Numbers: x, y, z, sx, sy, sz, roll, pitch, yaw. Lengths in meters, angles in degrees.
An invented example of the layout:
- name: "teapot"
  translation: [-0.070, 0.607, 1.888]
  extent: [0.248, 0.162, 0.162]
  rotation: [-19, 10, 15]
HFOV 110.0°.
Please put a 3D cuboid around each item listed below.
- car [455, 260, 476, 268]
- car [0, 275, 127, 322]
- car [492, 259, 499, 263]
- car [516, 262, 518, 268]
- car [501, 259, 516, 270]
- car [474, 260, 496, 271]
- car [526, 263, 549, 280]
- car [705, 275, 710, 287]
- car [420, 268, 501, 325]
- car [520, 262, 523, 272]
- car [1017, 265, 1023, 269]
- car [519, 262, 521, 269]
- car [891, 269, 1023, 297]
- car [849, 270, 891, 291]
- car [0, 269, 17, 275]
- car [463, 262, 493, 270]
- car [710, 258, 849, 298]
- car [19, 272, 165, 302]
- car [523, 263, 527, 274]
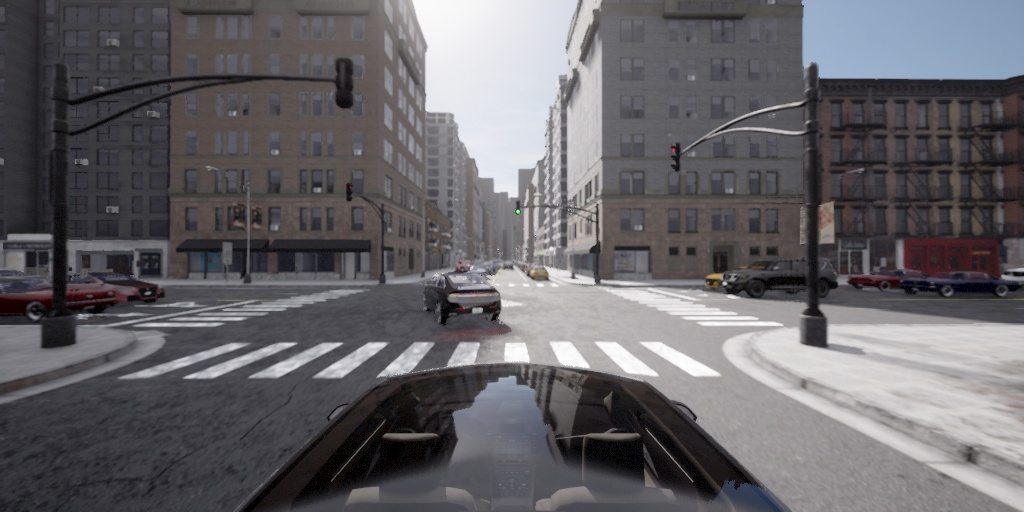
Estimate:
- name: "car"
  translation: [-6.026, 1.441, 45.999]
  extent: [2.192, 1.841, 5.009]
  rotation: [0, 0, -1]
- name: "car"
  translation: [-16.599, 1.434, 12.196]
  extent: [4.718, 1.301, 1.895]
  rotation: [0, 0, -1]
- name: "car"
  translation: [-3.490, 1.680, 55.504]
  extent: [1.882, 1.535, 5.008]
  rotation: [0, 0, -1]
- name: "car"
  translation: [2.270, 1.809, 62.692]
  extent: [2.007, 1.370, 4.403]
  rotation: [0, 0, -1]
- name: "car"
  translation: [-0.609, 1.775, 64.147]
  extent: [1.837, 1.490, 4.892]
  rotation: [0, 0, -1]
- name: "car"
  translation: [-3.406, 1.624, 45.113]
  extent: [1.837, 1.490, 4.892]
  rotation: [0, 0, -1]
- name: "car"
  translation: [2.648, 1.561, 35.236]
  extent: [1.751, 1.417, 4.829]
  rotation: [0, 0, -1]
- name: "car"
  translation: [14.804, 1.393, 22.523]
  extent: [5.008, 1.535, 1.882]
  rotation: [0, 0, -1]
- name: "car"
  translation: [-1.901, 1.336, 12.379]
  extent: [2.128, 1.511, 4.902]
  rotation: [1, 0, -22]
- name: "car"
  translation: [2.498, 1.677, 46.116]
  extent: [2.007, 1.370, 4.403]
  rotation: [0, 0, -1]
- name: "car"
  translation: [34.878, 1.126, 22.749]
  extent: [5.566, 2.045, 2.150]
  rotation: [0, 0, 0]
- name: "car"
  translation: [2.422, 1.737, 51.642]
  extent: [1.948, 1.339, 4.313]
  rotation: [0, 0, -1]
- name: "car"
  translation: [23.947, 1.491, 19.380]
  extent: [4.718, 1.301, 1.895]
  rotation: [0, 0, -1]
- name: "car"
  translation: [24.139, 1.511, 22.631]
  extent: [4.718, 1.301, 1.895]
  rotation: [0, 0, -1]
- name: "car"
  translation: [-27.809, 1.388, 18.763]
  extent: [5.357, 1.411, 2.033]
  rotation: [0, 0, 0]
- name: "car"
  translation: [-3.308, 1.586, 35.414]
  extent: [2.033, 1.411, 5.357]
  rotation: [0, 0, -1]
- name: "car"
  translation: [14.179, 1.117, 19.268]
  extent: [5.566, 2.045, 2.150]
  rotation: [0, 0, 0]
- name: "car"
  translation: [-17.685, 1.414, 15.444]
  extent: [4.181, 1.385, 1.994]
  rotation: [0, 0, -1]
- name: "car"
  translation: [2.574, 1.521, 40.591]
  extent: [1.967, 1.591, 4.097]
  rotation: [0, 0, -1]
